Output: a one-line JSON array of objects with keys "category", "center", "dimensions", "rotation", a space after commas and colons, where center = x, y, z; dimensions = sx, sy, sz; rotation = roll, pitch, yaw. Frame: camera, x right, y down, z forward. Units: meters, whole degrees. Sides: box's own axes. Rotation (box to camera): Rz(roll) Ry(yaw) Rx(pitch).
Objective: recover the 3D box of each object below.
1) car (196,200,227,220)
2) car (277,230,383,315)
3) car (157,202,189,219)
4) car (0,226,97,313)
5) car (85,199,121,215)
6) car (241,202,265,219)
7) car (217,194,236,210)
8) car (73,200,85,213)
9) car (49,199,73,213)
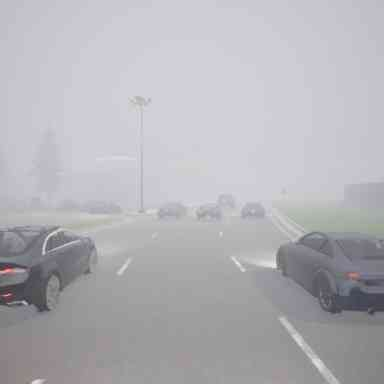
[{"category": "car", "center": [1.642, 1.622, 28.417], "dimensions": [1.895, 1.301, 4.718], "rotation": [-1, 0, 10]}, {"category": "car", "center": [3.359, 1.545, 7.598], "dimensions": [1.994, 1.385, 4.181], "rotation": [0, 0, -1]}, {"category": "car", "center": [-1.659, 1.599, 29.915], "dimensions": [2.033, 1.411, 5.357], "rotation": [-1, 0, 10]}, {"category": "car", "center": [-3.603, 1.532, 7.707], "dimensions": [2.128, 1.511, 4.902], "rotation": [-1, 0, -2]}, {"category": "car", "center": [-9.066, 1.685, 35.023], "dimensions": [1.994, 1.385, 4.181], "rotation": [0, 0, 11]}, {"category": "car", "center": [5.397, 1.555, 29.374], "dimensions": [1.994, 1.385, 4.181], "rotation": [-1, 0, 10]}, {"category": "car", "center": [4.543, 1.240, 43.950], "dimensions": [2.150, 2.045, 5.566], "rotation": [0, 0, 11]}, {"category": "car", "center": [-11.749, 1.654, 39.608], "dimensions": [1.837, 1.490, 4.892], "rotation": [-1, 0, 11]}, {"category": "car", "center": [-15.215, 1.670, 40.111], "dimensions": [2.128, 1.511, 4.902], "rotation": [0, 0, 11]}]
